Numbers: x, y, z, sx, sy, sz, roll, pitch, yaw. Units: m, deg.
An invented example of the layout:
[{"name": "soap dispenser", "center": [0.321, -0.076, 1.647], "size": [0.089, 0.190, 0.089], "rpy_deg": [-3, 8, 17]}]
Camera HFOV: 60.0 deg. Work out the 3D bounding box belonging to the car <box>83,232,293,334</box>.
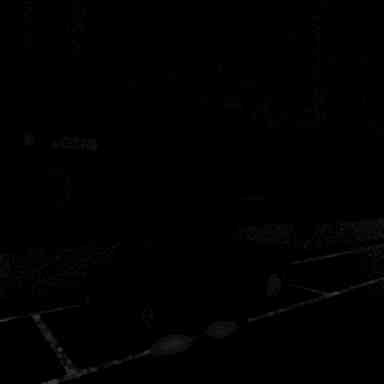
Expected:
[{"name": "car", "center": [0.128, 1.545, 6.743], "size": [4.507, 1.381, 1.887], "rpy_deg": [0, 0, -36]}]
